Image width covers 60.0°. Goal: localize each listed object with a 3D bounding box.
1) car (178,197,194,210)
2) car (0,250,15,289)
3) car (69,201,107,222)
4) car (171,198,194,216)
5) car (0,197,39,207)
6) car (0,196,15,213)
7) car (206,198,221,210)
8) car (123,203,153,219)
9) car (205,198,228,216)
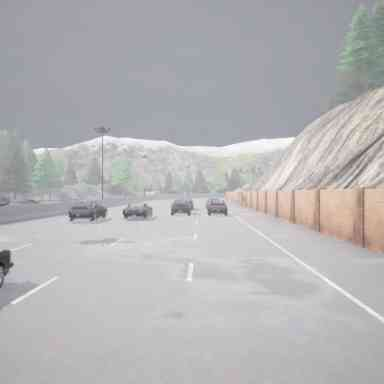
[{"bbox_3d":[-0.754,1.478,43.480,1.882,1.535,5.008,0,0,2],"label":"car"},{"bbox_3d":[-5.291,1.601,5.947,1.895,1.301,4.718,0,0,2],"label":"car"},{"bbox_3d":[-8.218,1.493,26.642,2.128,1.511,4.902,0,0,2],"label":"car"},{"bbox_3d":[-1.041,1.505,33.039,1.837,1.490,4.892,0,0,1],"label":"car"},{"bbox_3d":[-18.555,1.513,36.552,1.837,1.490,4.892,0,0,2],"label":"car"},{"bbox_3d":[-22.035,1.404,37.114,2.097,1.767,4.553,0,0,2],"label":"car"},{"bbox_3d":[2.740,1.526,43.241,1.812,1.442,4.674,0,0,2],"label":"car"},{"bbox_3d":[-4.648,1.601,29.170,1.895,1.301,4.718,0,0,2],"label":"car"},{"bbox_3d":[2.454,1.491,32.798,2.128,1.511,4.902,0,0,1],"label":"car"}]
